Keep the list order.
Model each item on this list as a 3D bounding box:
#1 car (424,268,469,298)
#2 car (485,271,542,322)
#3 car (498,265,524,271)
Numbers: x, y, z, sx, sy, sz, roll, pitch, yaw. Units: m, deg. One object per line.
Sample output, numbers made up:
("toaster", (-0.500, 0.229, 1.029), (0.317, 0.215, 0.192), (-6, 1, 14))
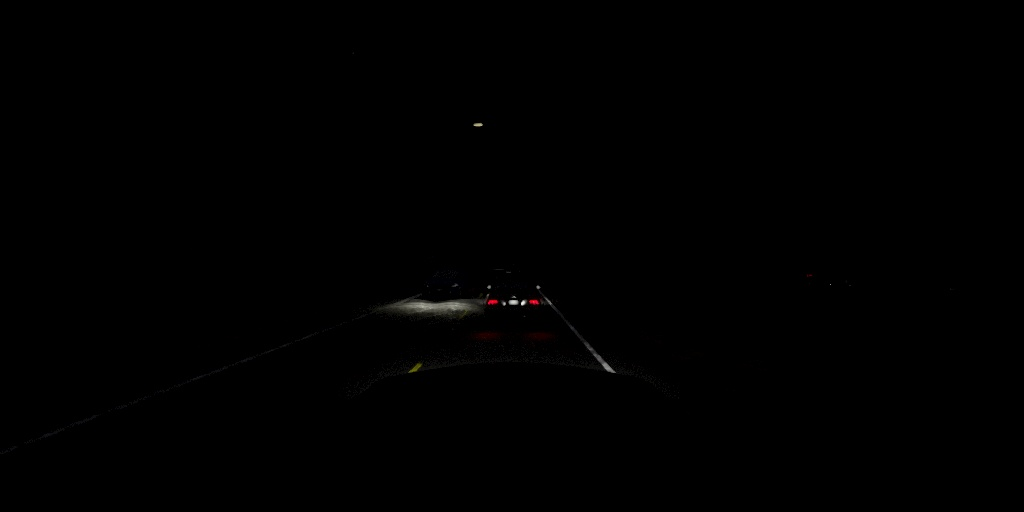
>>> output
("car", (-3.601, 1.440, 20.349), (1.882, 1.535, 5.008), (0, -1, 0))
("car", (0.062, 1.420, 12.915), (2.033, 1.411, 5.357), (0, -1, 0))
("car", (0.075, 1.615, 32.883), (2.128, 1.511, 4.902), (0, -1, 0))
